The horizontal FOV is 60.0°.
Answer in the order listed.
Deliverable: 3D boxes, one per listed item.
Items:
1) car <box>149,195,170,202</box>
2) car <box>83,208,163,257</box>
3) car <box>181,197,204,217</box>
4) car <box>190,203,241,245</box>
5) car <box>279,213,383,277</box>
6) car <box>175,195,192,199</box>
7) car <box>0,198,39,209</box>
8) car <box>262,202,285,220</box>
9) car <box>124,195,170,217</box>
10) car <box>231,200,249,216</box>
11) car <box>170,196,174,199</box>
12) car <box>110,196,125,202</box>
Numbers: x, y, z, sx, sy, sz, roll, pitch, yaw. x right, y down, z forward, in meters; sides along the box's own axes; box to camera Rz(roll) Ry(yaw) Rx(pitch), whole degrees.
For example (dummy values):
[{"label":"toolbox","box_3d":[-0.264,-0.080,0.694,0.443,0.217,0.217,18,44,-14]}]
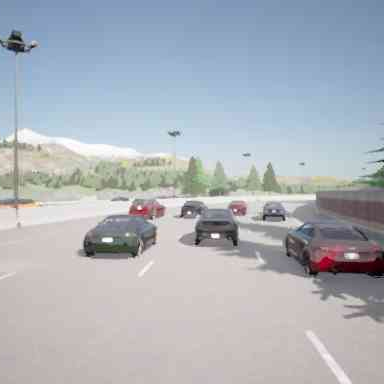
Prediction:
[{"label":"car","box_3d":[-6.895,1.455,71.801,2.033,1.411,5.357,0,0,27]},{"label":"car","box_3d":[-2.602,1.552,12.973,1.994,1.385,4.181,0,0,5]},{"label":"car","box_3d":[0.306,1.495,30.384,1.837,1.490,4.892,0,0,13]},{"label":"car","box_3d":[1.224,1.503,15.687,1.837,1.490,4.892,0,0,7]},{"label":"car","box_3d":[4.174,1.573,10.332,1.994,1.385,4.181,0,0,5]},{"label":"car","box_3d":[-1.220,1.489,67.546,1.837,1.490,4.892,0,0,27]},{"label":"car","box_3d":[-14.786,1.299,27.535,2.097,1.767,4.553,0,0,11]},{"label":"car","box_3d":[6.961,1.558,28.366,2.033,1.411,5.357,0,0,13]},{"label":"car","box_3d":[-3.713,1.331,28.396,2.097,1.767,4.553,0,0,12]},{"label":"car","box_3d":[4.607,1.528,33.236,1.812,1.442,4.674,0,0,15]},{"label":"car","box_3d":[-4.108,1.478,69.573,1.812,1.442,4.674,0,0,27]},{"label":"car","box_3d":[-14.099,1.495,64.767,1.994,1.385,4.181,0,0,23]}]
